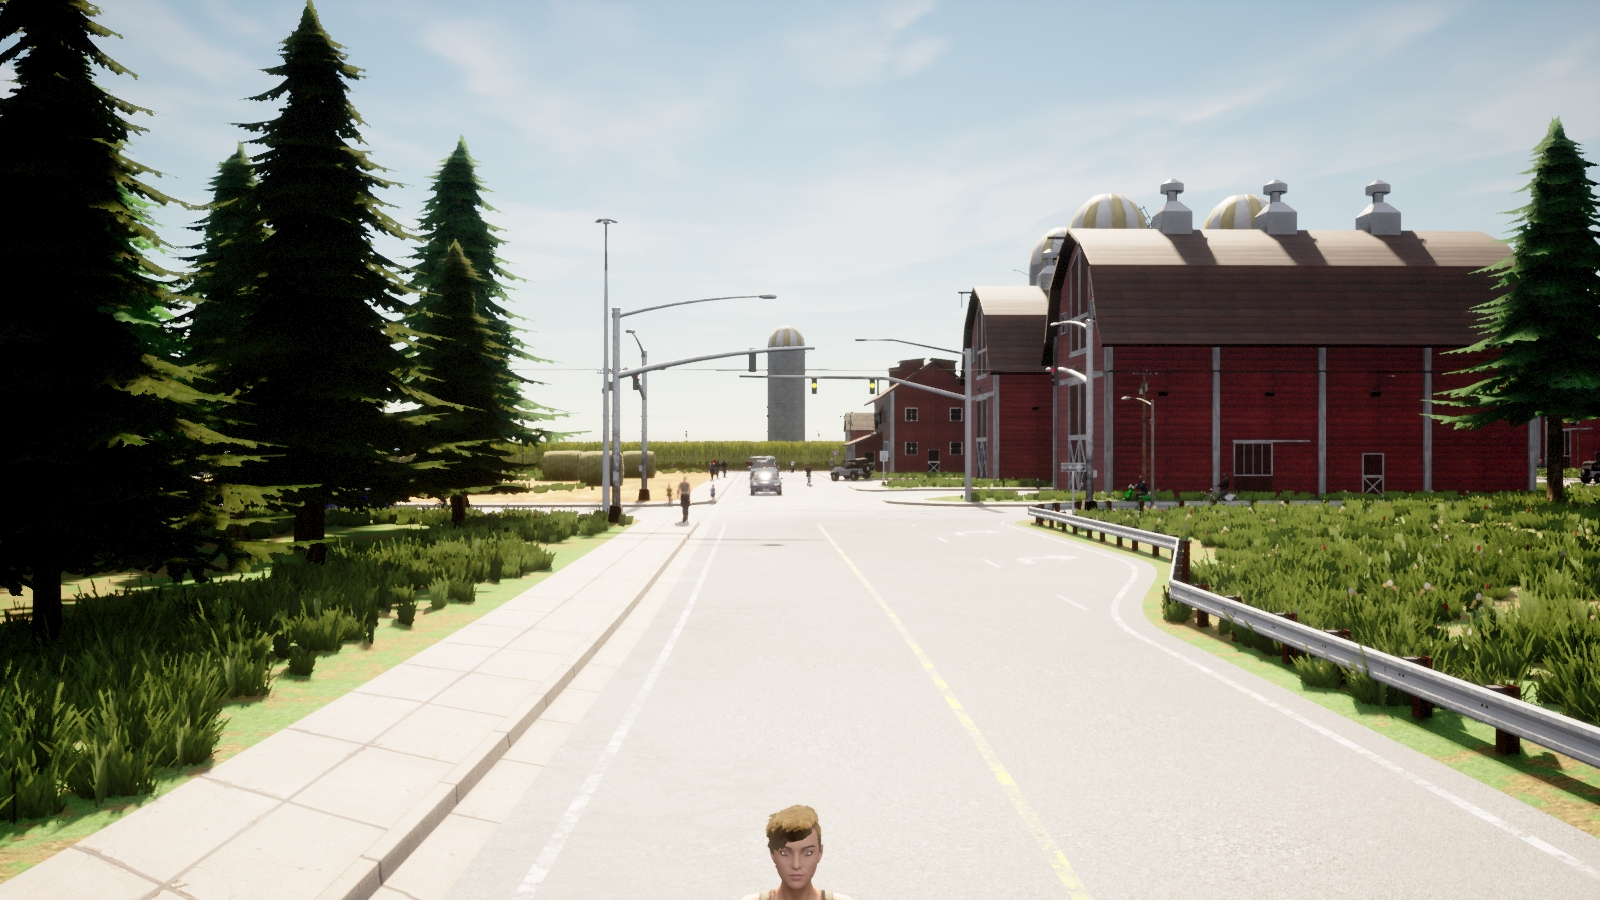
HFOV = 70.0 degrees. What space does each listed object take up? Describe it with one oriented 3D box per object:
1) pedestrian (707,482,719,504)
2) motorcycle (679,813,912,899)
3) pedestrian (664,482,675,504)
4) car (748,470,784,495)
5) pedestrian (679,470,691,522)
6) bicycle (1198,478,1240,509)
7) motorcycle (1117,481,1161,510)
[{"bbox_3d":[-4.491,2.202,59.033,0.500,1.100,0.500,0,0,-22],"label":"pedestrian"},{"bbox_3d":[-0.013,2.128,3.457,0.764,1.307,2.356,0,0,0],"label":"motorcycle"},{"bbox_3d":[-6.484,2.131,56.770,0.500,1.100,0.500,0,0,-16],"label":"pedestrian"},{"bbox_3d":[-2.153,2.036,72.119,2.163,1.488,4.792,0,0,-2],"label":"car"},{"bbox_3d":[-4.181,1.672,41.542,0.375,1.860,0.375,0,0,1],"label":"pedestrian"},{"bbox_3d":[19.800,2.064,53.998,1.835,1.471,0.329,0,0,-1],"label":"bicycle"},{"bbox_3d":[15.989,2.145,53.899,1.805,1.316,0.856,0,0,-1],"label":"motorcycle"}]
